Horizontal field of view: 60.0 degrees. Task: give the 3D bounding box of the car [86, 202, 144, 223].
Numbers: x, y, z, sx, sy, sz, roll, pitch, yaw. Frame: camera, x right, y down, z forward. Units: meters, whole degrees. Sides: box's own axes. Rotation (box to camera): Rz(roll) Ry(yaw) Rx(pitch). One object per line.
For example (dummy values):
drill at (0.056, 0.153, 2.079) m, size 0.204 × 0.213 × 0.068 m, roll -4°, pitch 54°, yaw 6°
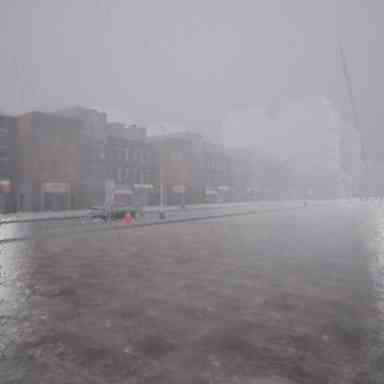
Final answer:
car at (-5.830, 1.529, 25.702) m, size 2.128 × 1.511 × 4.902 m, roll 1°, pitch 0°, yaw 36°
